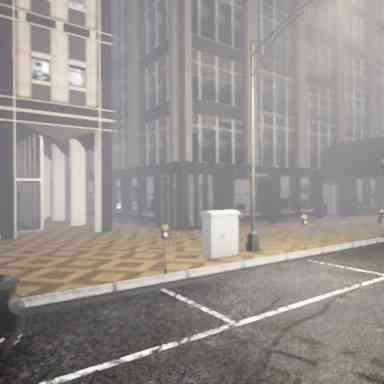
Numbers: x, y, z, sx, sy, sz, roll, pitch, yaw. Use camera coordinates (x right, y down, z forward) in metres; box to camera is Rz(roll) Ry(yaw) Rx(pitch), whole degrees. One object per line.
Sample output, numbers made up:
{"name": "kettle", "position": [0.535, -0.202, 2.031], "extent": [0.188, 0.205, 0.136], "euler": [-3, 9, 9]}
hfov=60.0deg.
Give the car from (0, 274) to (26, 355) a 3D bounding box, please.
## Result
{"name": "car", "position": [-4.231, 1.553, 3.545], "extent": [4.403, 1.369, 2.008], "euler": [0, 0, -36]}
